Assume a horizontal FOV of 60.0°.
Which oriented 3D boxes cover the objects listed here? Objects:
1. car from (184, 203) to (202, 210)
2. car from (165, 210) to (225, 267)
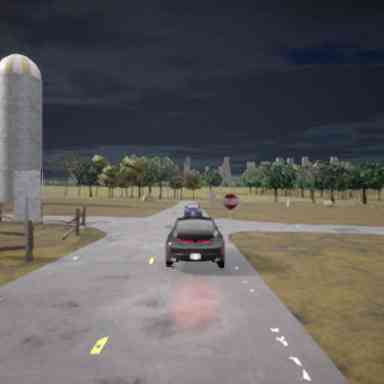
[{"bbox_3d":[0.102,1.963,36.041,1.812,1.442,4.674,0,-1,0],"label":"car"},{"bbox_3d":[0.099,1.597,11.783,1.837,1.490,4.892,0,-1,0],"label":"car"}]
